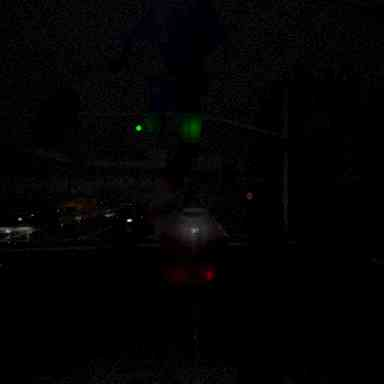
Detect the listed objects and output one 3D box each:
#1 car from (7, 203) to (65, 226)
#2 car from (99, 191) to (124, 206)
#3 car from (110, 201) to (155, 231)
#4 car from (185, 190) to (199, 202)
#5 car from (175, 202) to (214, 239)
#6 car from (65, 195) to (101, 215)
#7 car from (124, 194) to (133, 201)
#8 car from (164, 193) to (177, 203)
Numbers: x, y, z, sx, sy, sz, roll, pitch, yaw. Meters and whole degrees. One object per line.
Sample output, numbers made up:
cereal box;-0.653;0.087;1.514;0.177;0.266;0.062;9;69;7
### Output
car;-10.588;1.466;22.457;1.994;1.385;4.181;0;1;0
car;-10.501;0.882;41.564;2.150;2.045;5.566;0;1;0
car;-3.399;1.495;20.081;1.994;1.385;4.181;0;1;0
car;-0.001;0.676;53.203;2.150;2.045;5.566;0;1;0
car;0.101;1.488;16.852;1.812;1.442;4.674;0;0;0
car;-10.543;1.283;31.528;1.882;1.535;5.008;0;1;1
car;-10.501;1.017;51.976;2.033;1.411;5.357;0;1;0
car;-3.501;0.963;53.945;1.812;1.442;4.674;0;1;0
